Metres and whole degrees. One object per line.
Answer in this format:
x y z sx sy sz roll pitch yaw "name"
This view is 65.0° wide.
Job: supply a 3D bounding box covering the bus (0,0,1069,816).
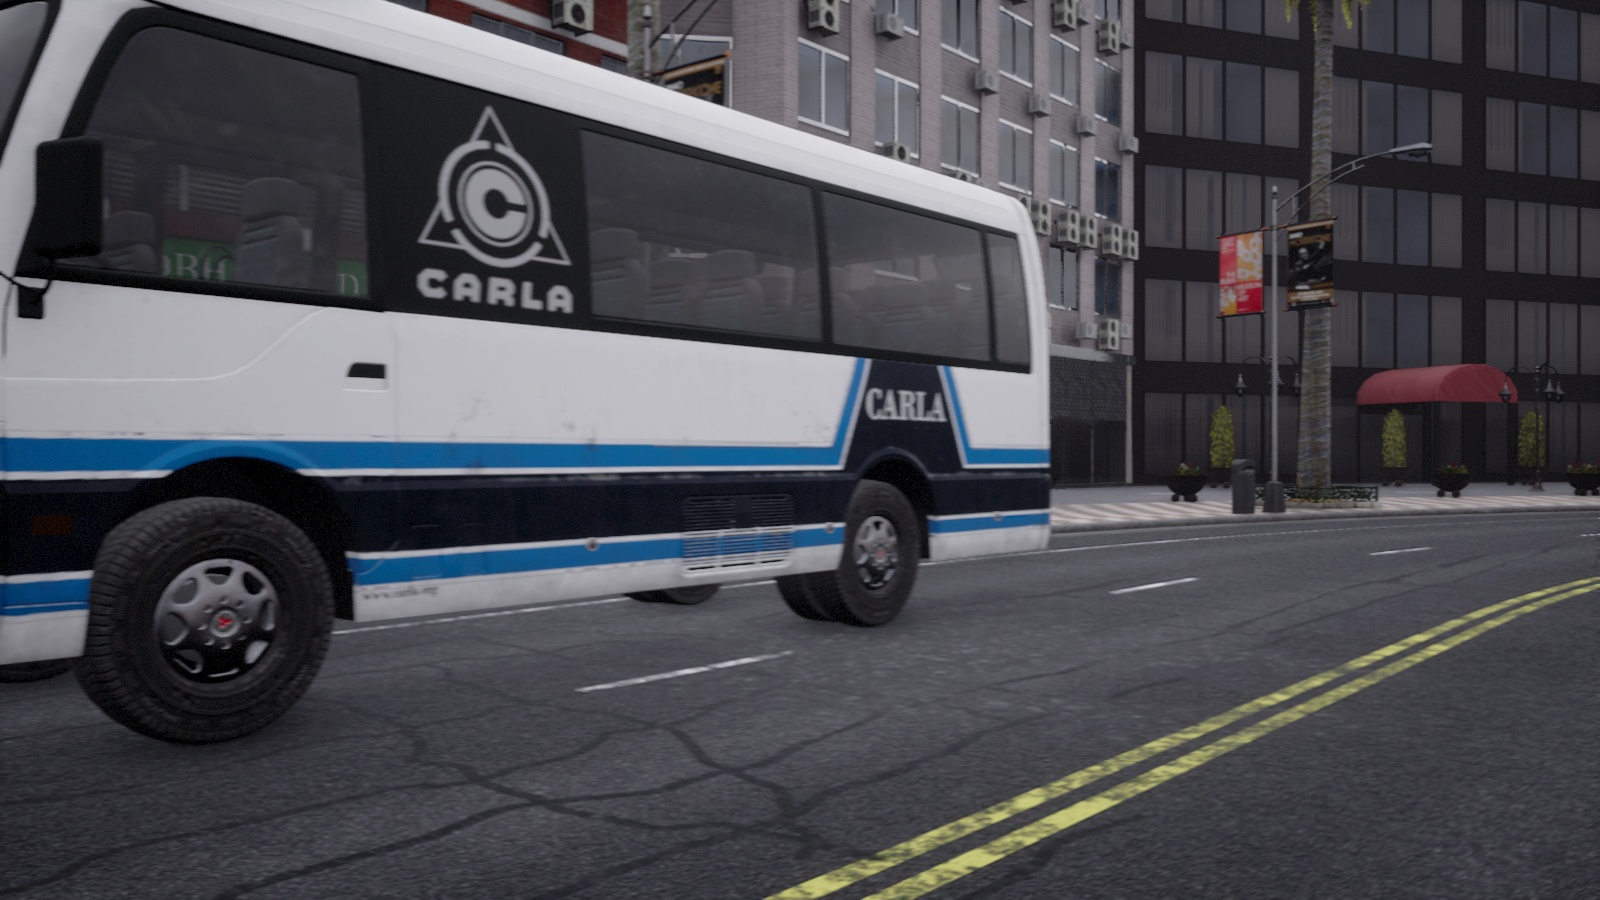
-2.199 -0.604 9.616 3.944 4.253 10.273 0 0 40 "bus"
